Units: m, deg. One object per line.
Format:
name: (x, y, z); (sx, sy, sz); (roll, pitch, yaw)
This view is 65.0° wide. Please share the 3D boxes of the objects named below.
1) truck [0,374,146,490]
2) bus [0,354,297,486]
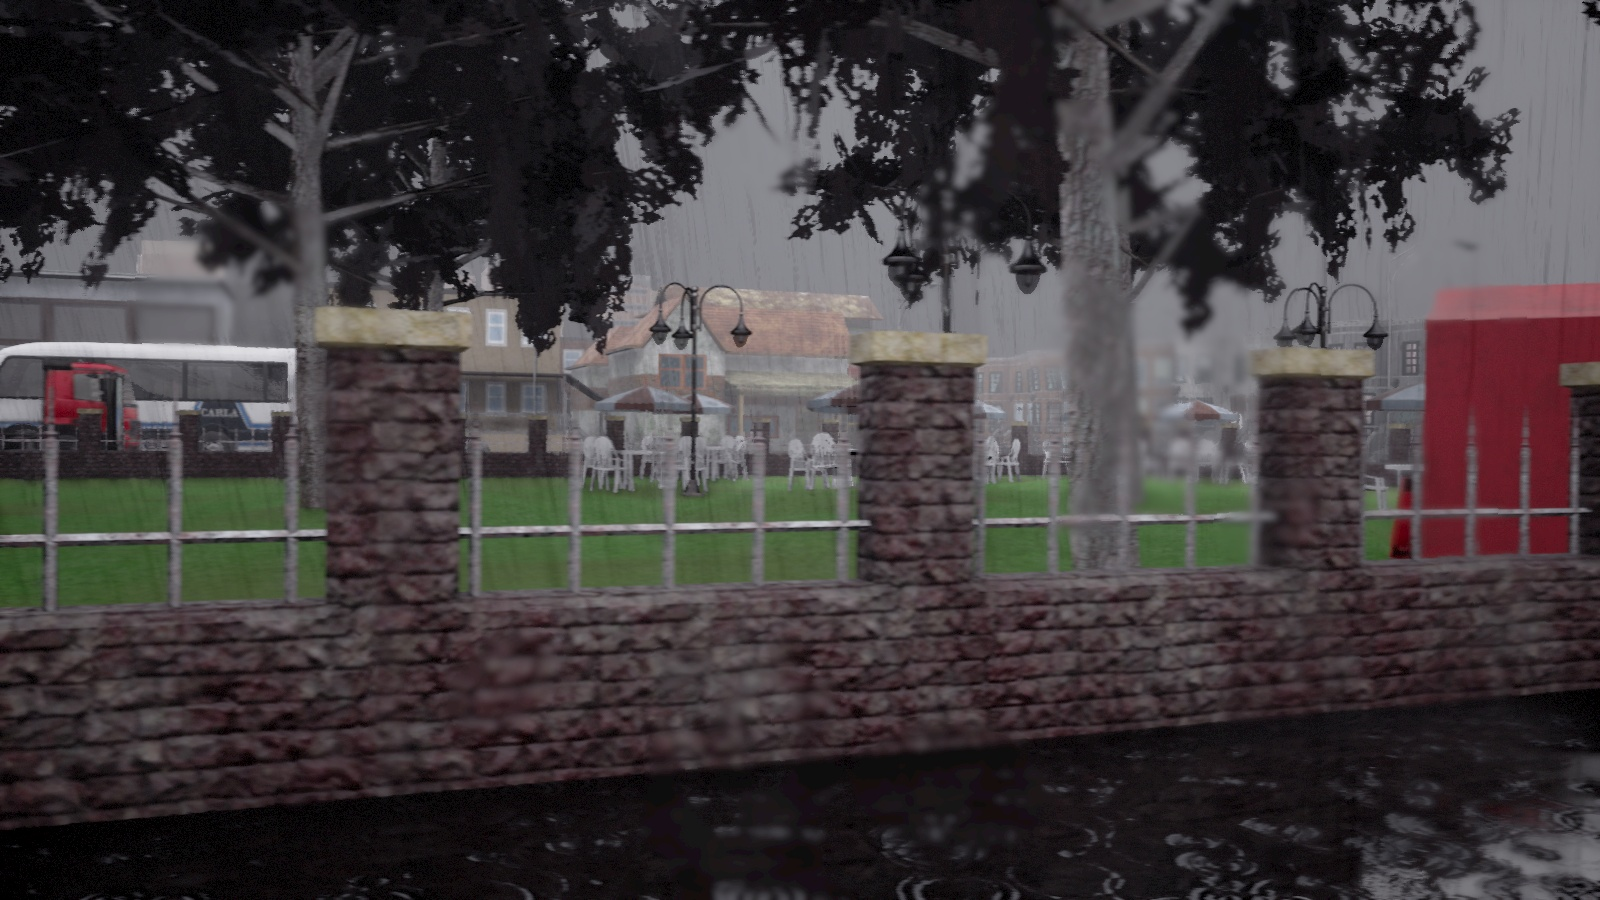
truck: (-24.742, -0.543, 38.497); (7.936, 3.462, 2.891); (-1, 1, -20)
bus: (-23.022, -1.036, 43.437); (10.273, 4.253, 3.944); (-1, 1, -20)
